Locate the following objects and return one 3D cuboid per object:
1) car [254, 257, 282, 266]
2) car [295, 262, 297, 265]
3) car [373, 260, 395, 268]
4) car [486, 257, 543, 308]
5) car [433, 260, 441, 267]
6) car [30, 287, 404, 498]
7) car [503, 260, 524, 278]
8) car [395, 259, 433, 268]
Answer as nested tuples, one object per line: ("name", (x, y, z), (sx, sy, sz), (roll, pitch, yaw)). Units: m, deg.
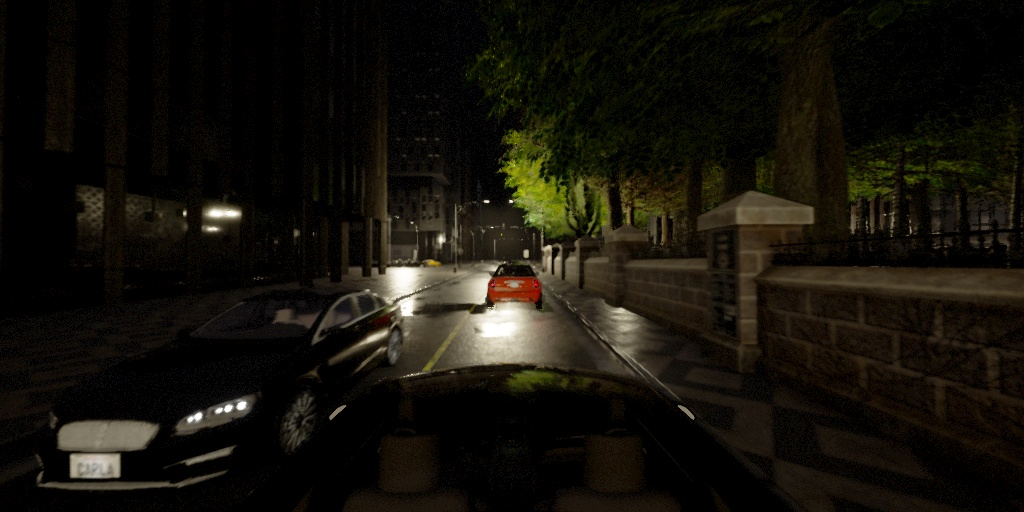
("car", (-36.594, 1.042, 53.443), (5.009, 1.841, 2.192), (0, 0, 0))
("car", (-31.082, 1.279, 53.403), (4.207, 1.307, 1.802), (0, 0, 0))
("car", (-20.056, 1.204, 53.322), (4.313, 1.339, 1.948), (0, 0, 0))
("car", (0.101, 1.059, 15.007), (2.097, 1.767, 4.553), (0, 0, 0))
("car", (-14.659, 1.290, 61.806), (4.829, 1.417, 1.751), (0, 0, 0))
("car", (-2.997, 1.243, 5.032), (2.128, 1.511, 4.902), (0, 0, 0))
("car", (0.143, 1.161, 33.687), (1.837, 1.490, 4.892), (0, 0, 0))
("car", (-14.543, 1.160, 53.281), (4.403, 1.370, 2.007), (0, 0, 0))
